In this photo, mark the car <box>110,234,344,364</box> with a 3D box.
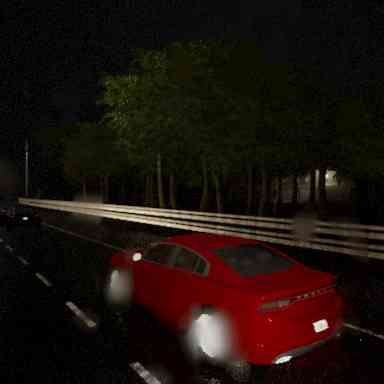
[{"bbox_3d":[0.137,1.510,6.105,1.882,1.535,5.008,0,0,-36],"label":"car"}]

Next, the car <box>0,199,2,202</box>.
[{"bbox_3d":[-39.470,1.724,66.496,1.994,1.385,4.181,0,0,-18],"label":"car"}]

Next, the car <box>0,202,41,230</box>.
[{"bbox_3d":[-11.427,1.624,22.034,1.994,1.385,4.181,0,0,-36],"label":"car"}]
